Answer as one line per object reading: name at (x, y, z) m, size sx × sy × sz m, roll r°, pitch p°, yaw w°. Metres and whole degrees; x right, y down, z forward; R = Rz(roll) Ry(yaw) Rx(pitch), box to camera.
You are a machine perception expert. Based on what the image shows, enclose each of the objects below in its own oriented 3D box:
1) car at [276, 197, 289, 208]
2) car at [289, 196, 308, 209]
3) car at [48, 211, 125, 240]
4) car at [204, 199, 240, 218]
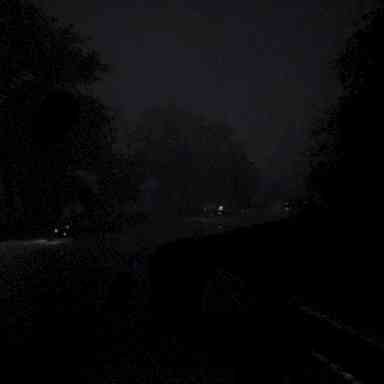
car at (14.504, 1.602, 51.419) m, size 1.837 × 1.490 × 4.892 m, roll -1°, pitch -1°, yaw 31°
car at (15.462, 1.391, 46.156) m, size 2.097 × 1.767 × 4.553 m, roll -1°, pitch 0°, yaw 32°
car at (-5.792, 1.787, 18.693) m, size 1.994 × 1.385 × 4.181 m, roll -1°, pitch 0°, yaw 36°
car at (2.962, 1.517, 32.627) m, size 2.097 × 1.767 × 4.553 m, roll -1°, pitch -1°, yaw 31°
